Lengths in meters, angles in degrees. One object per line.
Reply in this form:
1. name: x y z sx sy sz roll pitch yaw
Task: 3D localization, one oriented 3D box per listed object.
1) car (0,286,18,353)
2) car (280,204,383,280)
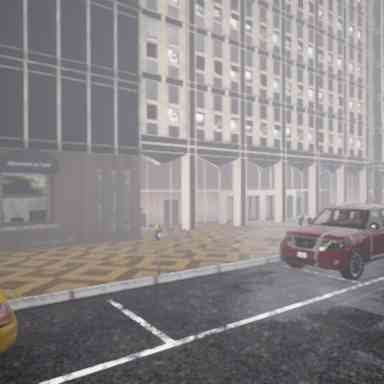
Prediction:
1. car: -4.512 1.527 3.346 4.829 1.417 1.752 0 0 -35
2. car: 4.893 1.304 10.055 5.009 1.841 2.192 0 0 -35
